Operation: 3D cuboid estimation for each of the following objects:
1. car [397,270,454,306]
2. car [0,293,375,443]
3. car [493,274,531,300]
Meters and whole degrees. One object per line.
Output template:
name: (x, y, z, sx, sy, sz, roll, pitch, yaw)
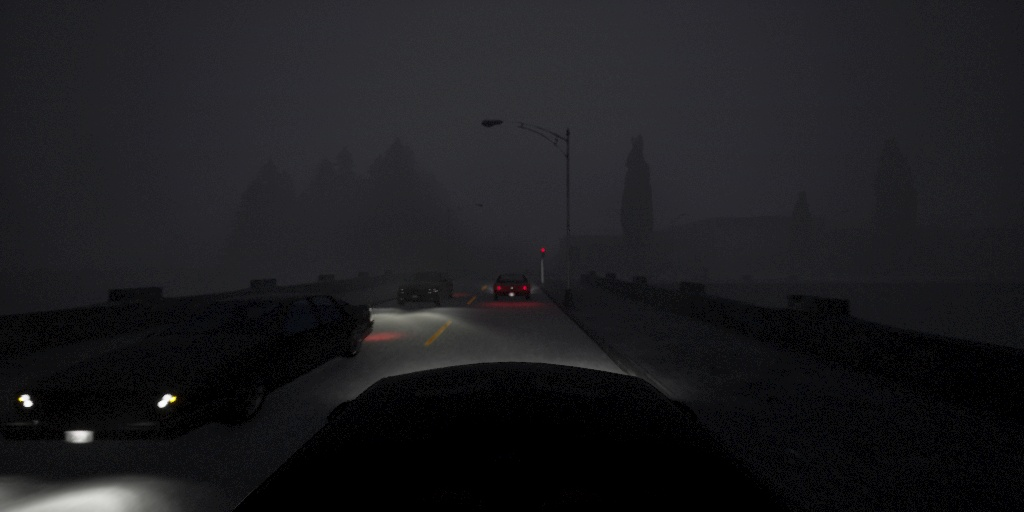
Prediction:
car: (-4.086, 1.465, 17.584, 1.882, 1.535, 5.008, 0, -1, 0)
car: (-4.101, 1.363, 6.065, 2.033, 1.411, 5.357, 0, -1, 0)
car: (-0.003, 1.618, 19.611, 1.895, 1.301, 4.718, 0, -1, 0)
